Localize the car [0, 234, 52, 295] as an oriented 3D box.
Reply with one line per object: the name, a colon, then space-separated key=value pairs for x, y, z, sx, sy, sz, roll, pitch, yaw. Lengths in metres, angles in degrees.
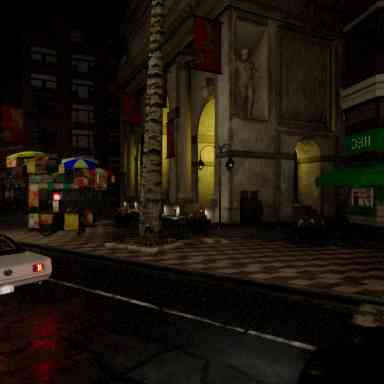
car: x=-5.393 y=1.601 z=7.711 sx=4.718 sy=1.301 sz=1.895 roll=0 pitch=0 yaw=35

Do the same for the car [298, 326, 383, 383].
car: x=3.017 y=1.504 z=1.657 sx=4.892 sy=1.490 sz=1.837 roll=0 pitch=0 yaw=37
